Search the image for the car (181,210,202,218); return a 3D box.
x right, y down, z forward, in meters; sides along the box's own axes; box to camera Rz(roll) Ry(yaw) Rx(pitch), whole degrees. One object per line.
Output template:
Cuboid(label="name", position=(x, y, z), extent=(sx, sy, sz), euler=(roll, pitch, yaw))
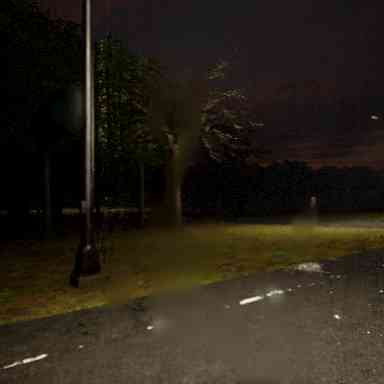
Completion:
Cuboid(label="car", position=(-0.243, 4.218, 64.116), extent=(2.033, 1.411, 5.357), euler=(-2, -2, -34))

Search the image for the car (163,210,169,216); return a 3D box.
Cuboid(label="car", position=(-4.251, 4.319, 69.891), extent=(2.128, 1.511, 4.902), euler=(-2, -1, -34))
